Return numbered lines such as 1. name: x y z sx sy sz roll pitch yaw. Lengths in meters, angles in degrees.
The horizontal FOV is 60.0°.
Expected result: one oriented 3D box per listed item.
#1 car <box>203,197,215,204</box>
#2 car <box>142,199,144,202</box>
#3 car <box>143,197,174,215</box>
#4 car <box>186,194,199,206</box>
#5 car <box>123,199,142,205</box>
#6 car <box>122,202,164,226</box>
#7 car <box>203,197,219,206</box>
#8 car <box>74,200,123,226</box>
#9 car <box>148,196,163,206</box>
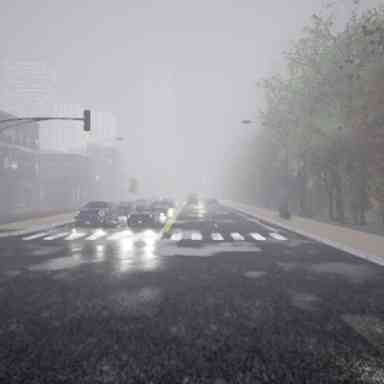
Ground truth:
1. car: 3.271 1.620 65.086 1.994 1.385 4.181 0 0 0
2. car: -6.566 1.586 43.761 2.033 1.411 5.357 0 0 0
3. car: -3.335 1.579 34.213 2.033 1.411 5.357 0 0 0
4. car: 0.110 1.554 55.476 1.837 1.490 4.892 0 0 0
5. car: -6.589 1.594 33.445 1.994 1.385 4.181 0 0 0
6. car: -3.344 1.623 23.517 1.895 1.301 4.718 0 0 0
7. car: 3.370 1.540 54.995 2.128 1.511 4.902 0 0 0
8. car: -6.615 1.374 23.478 2.097 1.767 4.553 0 0 1
9. car: -6.479 1.566 59.254 2.128 1.511 4.902 0 0 0
